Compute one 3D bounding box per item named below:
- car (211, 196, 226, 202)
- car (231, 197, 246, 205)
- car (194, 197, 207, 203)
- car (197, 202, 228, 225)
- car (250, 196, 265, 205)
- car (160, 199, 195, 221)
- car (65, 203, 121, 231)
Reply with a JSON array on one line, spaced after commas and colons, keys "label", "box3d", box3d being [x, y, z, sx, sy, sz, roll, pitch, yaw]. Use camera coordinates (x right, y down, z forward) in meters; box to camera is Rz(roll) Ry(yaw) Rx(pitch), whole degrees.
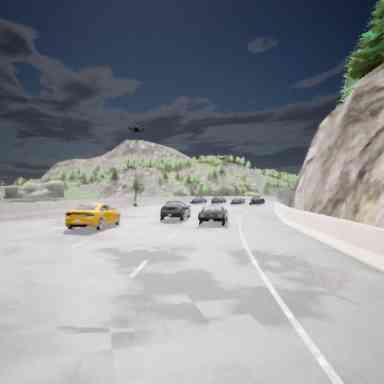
[{"label": "car", "box3d": [5.197, 1.583, 63.850, 2.128, 1.511, 4.902, 1, 0, 22]}, {"label": "car", "box3d": [8.963, 1.708, 63.741, 1.994, 1.385, 4.181, 1, 0, 22]}, {"label": "car", "box3d": [1.470, 1.603, 63.864, 1.994, 1.385, 4.181, 1, 0, 22]}, {"label": "car", "box3d": [1.634, 1.631, 24.440, 1.895, 1.301, 4.718, 1, 0, 9]}, {"label": "car", "box3d": [12.537, 1.546, 63.235, 2.097, 1.767, 4.553, 1, 0, 23]}, {"label": "car", "box3d": [-1.291, 1.495, 27.183, 1.837, 1.490, 4.892, 0, 0, 9]}, {"label": "car", "box3d": [-5.813, 1.403, 20.158, 1.882, 1.535, 5.008, 0, 0, 7]}]
